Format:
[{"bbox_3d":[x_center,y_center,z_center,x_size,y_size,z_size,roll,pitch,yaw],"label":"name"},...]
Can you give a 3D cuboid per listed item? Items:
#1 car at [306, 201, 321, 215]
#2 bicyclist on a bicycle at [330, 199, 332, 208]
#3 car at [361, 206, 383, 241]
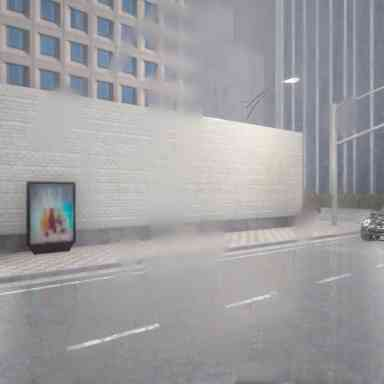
[{"bbox_3d":[10.894,1.407,34.263,2.097,1.767,4.553,0,0,-36],"label":"car"},{"bbox_3d":[18.685,1.356,43.961,1.656,1.620,0.582,0,0,-36],"label":"bicyclist on a bicycle"},{"bbox_3d":[9.690,1.350,15.487,4.553,1.767,2.097,0,0,-43],"label":"car"}]
